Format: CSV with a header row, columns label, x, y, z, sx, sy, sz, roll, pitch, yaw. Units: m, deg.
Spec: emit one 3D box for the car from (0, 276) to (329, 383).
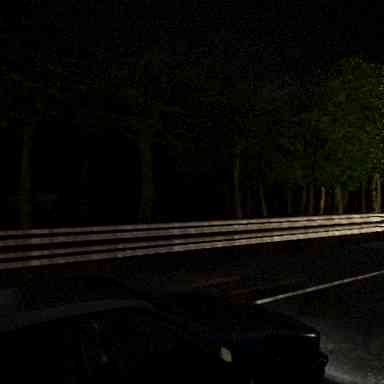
label,x,y,z,sx,sy,sz,roll,pitch,yaw
car,-1.074,1.554,2.955,5.357,1.411,2.033,1,-1,-35
